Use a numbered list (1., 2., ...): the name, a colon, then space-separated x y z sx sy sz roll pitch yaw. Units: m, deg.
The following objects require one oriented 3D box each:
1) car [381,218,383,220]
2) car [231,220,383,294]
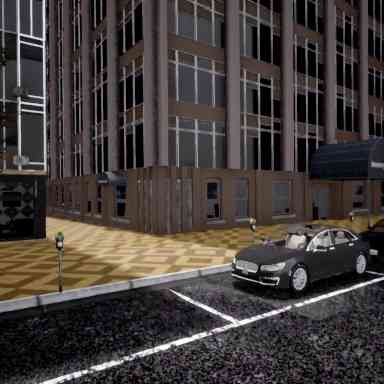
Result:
1. car: 7.588 1.564 11.999 4.313 1.339 1.947 0 -1 -36
2. car: 2.964 1.550 8.694 4.403 1.369 2.008 0 -1 -36
